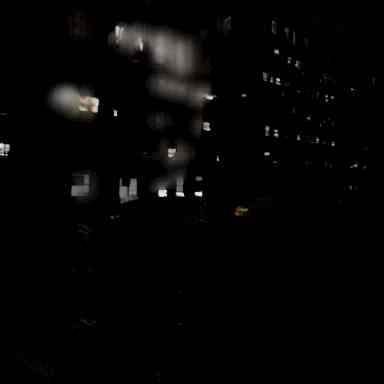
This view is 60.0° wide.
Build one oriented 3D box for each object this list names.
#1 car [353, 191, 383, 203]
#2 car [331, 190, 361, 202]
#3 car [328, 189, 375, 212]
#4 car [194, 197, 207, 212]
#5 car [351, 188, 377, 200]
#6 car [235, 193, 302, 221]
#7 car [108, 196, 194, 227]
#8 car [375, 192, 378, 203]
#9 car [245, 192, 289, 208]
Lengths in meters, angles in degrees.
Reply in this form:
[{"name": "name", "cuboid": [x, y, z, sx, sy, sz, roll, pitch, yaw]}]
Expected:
[{"name": "car", "cuboid": [23.017, 0.587, 43.388, 4.181, 1.385, 1.994, -1, 1, -39]}, {"name": "car", "cuboid": [20.868, 0.518, 45.088, 4.507, 1.381, 1.887, -1, 2, -39]}, {"name": "car", "cuboid": [13.307, 0.753, 28.129, 4.097, 1.590, 1.967, -1, 2, -39]}, {"name": "car", "cuboid": [-0.619, 1.002, 27.607, 4.206, 1.307, 1.802, -1, 2, -39]}, {"name": "car", "cuboid": [25.166, 0.322, 48.581, 4.097, 1.590, 1.967, -1, 2, -39]}, {"name": "car", "cuboid": [4.843, 1.012, 21.247, 4.829, 1.417, 1.752, -1, 2, -39]}, {"name": "car", "cuboid": [-2.395, 1.103, 18.843, 4.674, 1.442, 1.812, -1, 1, -39]}, {"name": "car", "cuboid": [22.158, 0.634, 38.758, 4.181, 1.385, 1.994, -1, 1, -38]}, {"name": "car", "cuboid": [7.844, 0.771, 34.492, 4.829, 1.417, 1.752, -1, 2, -39]}]
